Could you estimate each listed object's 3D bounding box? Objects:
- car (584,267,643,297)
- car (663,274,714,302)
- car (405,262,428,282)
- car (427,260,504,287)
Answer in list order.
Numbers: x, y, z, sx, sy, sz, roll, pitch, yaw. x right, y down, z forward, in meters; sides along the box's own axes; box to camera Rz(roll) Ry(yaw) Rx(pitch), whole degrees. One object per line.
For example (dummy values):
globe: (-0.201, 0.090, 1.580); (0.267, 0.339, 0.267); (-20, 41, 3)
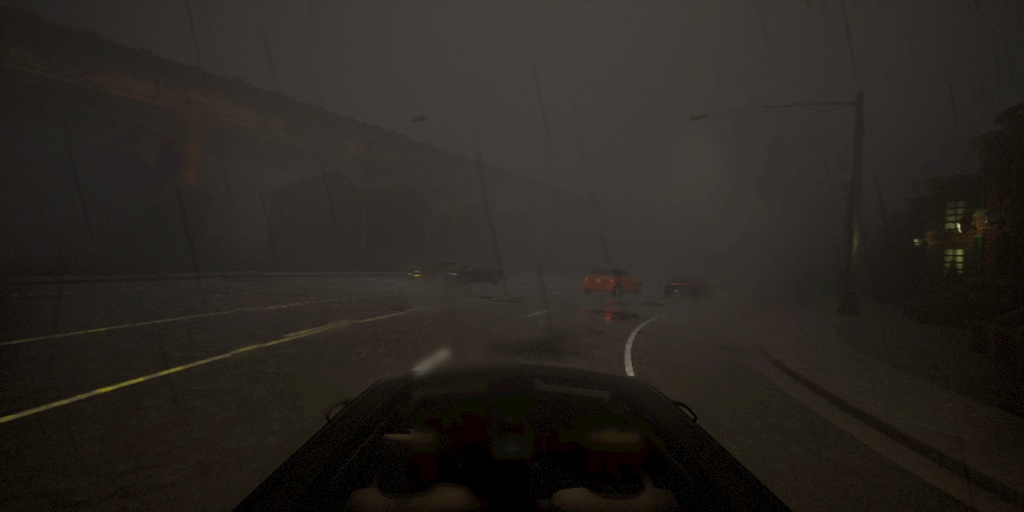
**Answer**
car: (6.373, 1.497, 22.220); (2.097, 1.767, 4.553); (3, 0, 42)
car: (10.918, 1.889, 22.026); (2.128, 1.511, 4.902); (3, 0, 42)
car: (-5.130, 1.017, 25.258); (1.837, 1.490, 4.892); (3, 0, 39)
car: (-2.577, 1.141, 22.873); (2.128, 1.511, 4.902); (3, 0, 39)
